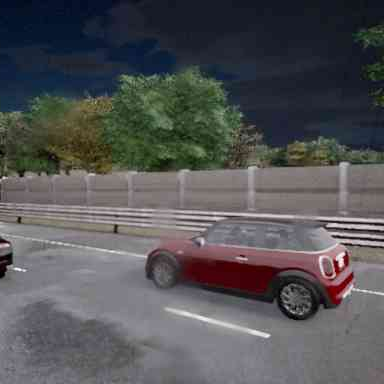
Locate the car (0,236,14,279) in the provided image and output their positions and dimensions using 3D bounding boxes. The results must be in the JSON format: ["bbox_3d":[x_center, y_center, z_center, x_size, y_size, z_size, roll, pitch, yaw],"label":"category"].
[{"bbox_3d":[-6.568,1.473,8.673,4.902,1.511,2.128,0,0,35],"label":"car"}]

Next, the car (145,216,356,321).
[{"bbox_3d":[1.088,1.344,7.514,4.553,1.767,2.097,0,0,35],"label":"car"}]
